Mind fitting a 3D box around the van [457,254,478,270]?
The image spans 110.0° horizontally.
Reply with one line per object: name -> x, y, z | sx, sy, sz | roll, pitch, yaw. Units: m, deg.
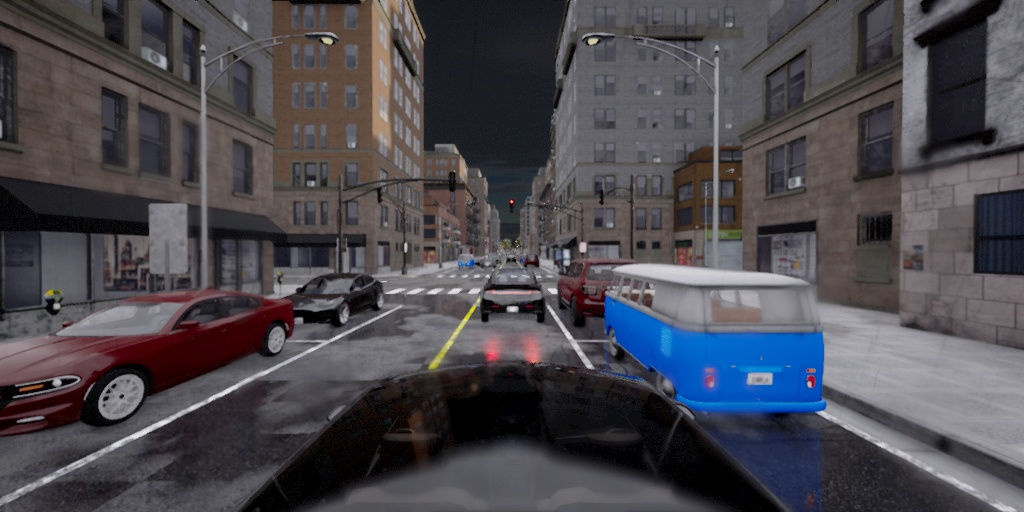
van -> -5.487, 0.670, 43.126 | 1.690, 1.789, 3.998 | 0, 0, 0

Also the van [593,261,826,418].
van -> 2.635, 1.051, 5.669 | 1.690, 1.789, 3.998 | 0, 0, 0

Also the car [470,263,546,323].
car -> 0.031, 1.141, 11.708 | 2.128, 1.511, 4.902 | 0, 1, 0

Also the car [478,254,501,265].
car -> -2.921, 0.800, 45.120 | 2.128, 1.511, 4.902 | 0, 1, 0

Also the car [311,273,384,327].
car -> -5.401, 1.221, 11.164 | 1.948, 1.339, 4.313 | 0, 0, 0

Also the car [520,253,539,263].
car -> 2.614, 0.589, 48.550 | 2.192, 1.841, 5.009 | 0, 0, 0

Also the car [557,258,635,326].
car -> 2.624, 0.969, 11.181 | 2.192, 1.841, 5.009 | 0, 0, 0

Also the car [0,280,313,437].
car -> -5.390, 1.255, 5.654 | 1.888, 1.381, 4.507 | 0, 0, 0

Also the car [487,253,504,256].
car -> -2.924, 0.489, 61.856 | 2.097, 1.767, 4.553 | 0, 1, 0
